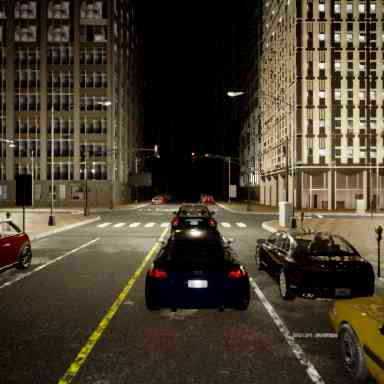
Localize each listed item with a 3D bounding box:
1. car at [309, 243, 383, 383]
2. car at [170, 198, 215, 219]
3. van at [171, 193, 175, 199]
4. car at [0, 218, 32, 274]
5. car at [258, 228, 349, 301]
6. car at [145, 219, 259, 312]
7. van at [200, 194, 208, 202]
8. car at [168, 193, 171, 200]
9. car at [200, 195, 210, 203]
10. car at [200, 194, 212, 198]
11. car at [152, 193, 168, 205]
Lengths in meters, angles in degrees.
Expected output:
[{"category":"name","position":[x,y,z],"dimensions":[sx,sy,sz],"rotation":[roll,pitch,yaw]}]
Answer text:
[{"category":"car","position":[2.690,1.525,2.625],"dimensions":[1.752,1.417,4.829],"rotation":[0,0,0]},{"category":"car","position":[0.090,1.347,16.412],"dimensions":[2.097,1.767,4.553],"rotation":[0,0,0]},{"category":"van","position":[-5.725,1.238,80.121],"dimensions":[1.690,1.788,3.998],"rotation":[0,0,0]},{"category":"car","position":[-5.692,1.439,8.117],"dimensions":[1.967,1.590,4.097],"rotation":[0,0,0]},{"category":"car","position":[2.688,1.550,8.123],"dimensions":[2.008,1.369,4.403],"rotation":[0,0,0]},{"category":"car","position":[0.098,1.563,7.779],"dimensions":[1.994,1.385,4.181],"rotation":[0,0,0]},{"category":"van","position":[2.657,1.252,74.436],"dimensions":[1.690,1.788,3.998],"rotation":[0,0,0]},{"category":"car","position":[-5.747,1.252,63.066],"dimensions":[2.192,1.841,5.009],"rotation":[0,0,0]},{"category":"car","position":[2.660,1.364,68.751],"dimensions":[1.967,1.590,4.097],"rotation":[0,0,0]},{"category":"car","position":[2.761,1.389,57.383],"dimensions":[1.967,1.590,4.097],"rotation":[0,0,0]},{"category":"car","position":[-5.811,1.389,57.380],"dimensions":[1.967,1.590,4.097],"rotation":[0,0,0]}]
